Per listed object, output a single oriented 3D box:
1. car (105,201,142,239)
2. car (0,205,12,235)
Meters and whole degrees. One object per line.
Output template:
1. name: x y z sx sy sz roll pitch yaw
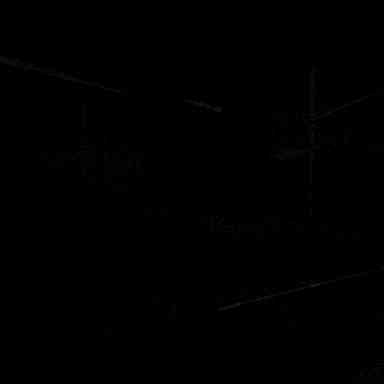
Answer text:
1. car: -4.353 1.448 18.338 1.905 1.878 3.866 1 0 -36
2. car: -11.482 1.524 18.600 2.242 1.667 4.611 1 0 -36
